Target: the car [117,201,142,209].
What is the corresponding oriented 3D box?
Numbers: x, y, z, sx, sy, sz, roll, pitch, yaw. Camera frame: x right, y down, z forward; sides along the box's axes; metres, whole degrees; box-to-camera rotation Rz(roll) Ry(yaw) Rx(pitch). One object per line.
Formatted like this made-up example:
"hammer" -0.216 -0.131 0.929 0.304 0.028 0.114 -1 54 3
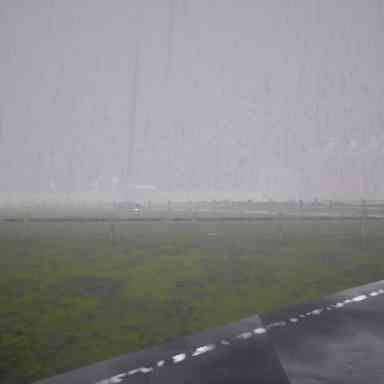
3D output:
"car" -10.230 2.115 54.241 4.181 1.385 1.994 -1 0 35
